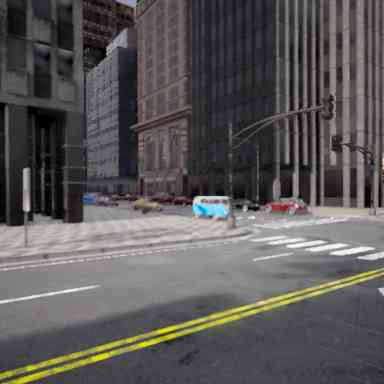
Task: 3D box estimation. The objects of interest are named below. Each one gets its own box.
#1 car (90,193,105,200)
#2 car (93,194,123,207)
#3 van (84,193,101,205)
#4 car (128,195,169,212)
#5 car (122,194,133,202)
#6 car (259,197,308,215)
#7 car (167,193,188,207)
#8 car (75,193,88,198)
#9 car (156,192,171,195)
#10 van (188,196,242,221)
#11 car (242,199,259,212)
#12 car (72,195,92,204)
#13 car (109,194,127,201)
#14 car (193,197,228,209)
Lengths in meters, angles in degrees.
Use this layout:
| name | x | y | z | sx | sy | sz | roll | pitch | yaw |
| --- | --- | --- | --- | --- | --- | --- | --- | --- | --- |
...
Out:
| name | x | y | z | sx | sy | sz | roll | pitch | yaw |
| --- | --- | --- | --- | --- | --- | --- | --- | --- | --- |
| car | -20.631 | 0.946 | 72.454 | 1.947 | 1.339 | 4.313 | 0 | 0 | -35 |
| car | -11.284 | 1.282 | 44.593 | 1.802 | 1.307 | 4.206 | 0 | 0 | -35 |
| van | -14.541 | 0.990 | 49.176 | 1.690 | 1.788 | 3.998 | 0 | 0 | -35 |
| car | -4.667 | 1.329 | 35.287 | 1.752 | 1.417 | 4.829 | 0 | 0 | -35 |
| car | -10.854 | 1.084 | 58.702 | 1.887 | 1.381 | 4.507 | 0 | 0 | -35 |
| car | 8.701 | 1.285 | 31.197 | 1.967 | 1.590 | 4.097 | 0 | 0 | -35 |
| car | -1.077 | 1.239 | 44.950 | 1.887 | 1.381 | 4.507 | 0 | 0 | -35 |
| car | -27.150 | 0.854 | 81.623 | 1.802 | 1.307 | 4.206 | 0 | 0 | -35 |
| car | -4.334 | 0.958 | 49.533 | 2.192 | 1.841 | 5.009 | 0 | 0 | -35 |
| van | 1.754 | 1.244 | 26.257 | 1.690 | 1.788 | 3.998 | 0 | 0 | -35 |
| car | 5.442 | 1.361 | 35.781 | 1.947 | 1.339 | 4.313 | 0 | 0 | -35 |
| car | -17.801 | 1.141 | 53.761 | 1.887 | 1.381 | 4.507 | 0 | 0 | -35 |
| car | -14.113 | 1.052 | 63.286 | 1.947 | 1.339 | 4.313 | 0 | 0 | -35 |
| car | 2.182 | 1.295 | 40.366 | 2.008 | 1.369 | 4.403 | 0 | 0 | -35 |
